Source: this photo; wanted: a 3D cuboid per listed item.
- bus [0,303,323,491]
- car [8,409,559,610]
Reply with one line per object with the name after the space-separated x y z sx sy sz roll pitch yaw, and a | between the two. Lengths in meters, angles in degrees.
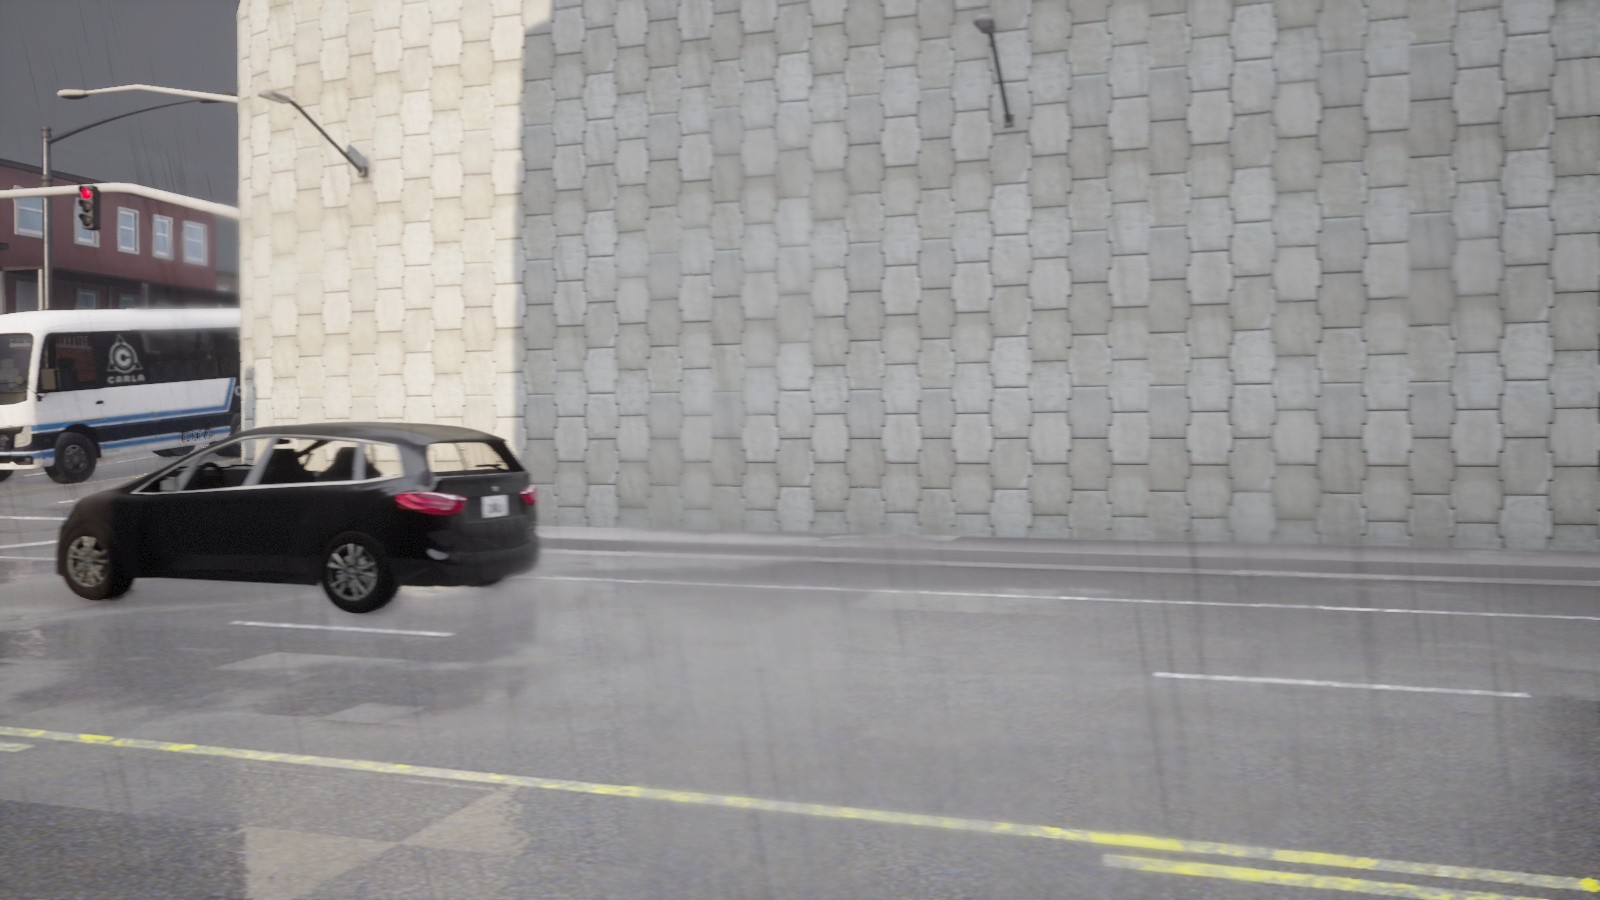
-18.120 -1.773 33.891 3.944 4.253 10.273 1 7 18 | bus
-4.964 0.457 12.248 4.611 1.667 2.242 1 1 18 | car
